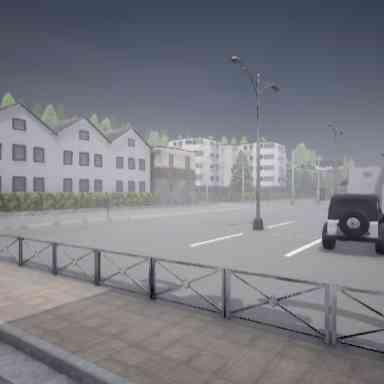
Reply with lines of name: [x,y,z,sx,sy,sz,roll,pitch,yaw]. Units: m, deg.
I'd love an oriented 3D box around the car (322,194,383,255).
car: [5.886,1.023,11.679,1.905,1.878,3.866,0,0,35]
